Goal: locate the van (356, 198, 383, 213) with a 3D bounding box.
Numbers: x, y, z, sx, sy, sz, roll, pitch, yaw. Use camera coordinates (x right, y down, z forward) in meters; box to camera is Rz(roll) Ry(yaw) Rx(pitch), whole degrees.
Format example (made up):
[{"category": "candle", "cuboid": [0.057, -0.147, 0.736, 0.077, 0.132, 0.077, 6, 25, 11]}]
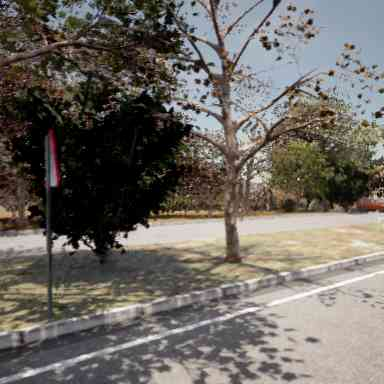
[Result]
[{"category": "van", "cuboid": [25.369, 1.820, 46.587, 1.878, 1.987, 4.442, 2, -1, -35]}]
